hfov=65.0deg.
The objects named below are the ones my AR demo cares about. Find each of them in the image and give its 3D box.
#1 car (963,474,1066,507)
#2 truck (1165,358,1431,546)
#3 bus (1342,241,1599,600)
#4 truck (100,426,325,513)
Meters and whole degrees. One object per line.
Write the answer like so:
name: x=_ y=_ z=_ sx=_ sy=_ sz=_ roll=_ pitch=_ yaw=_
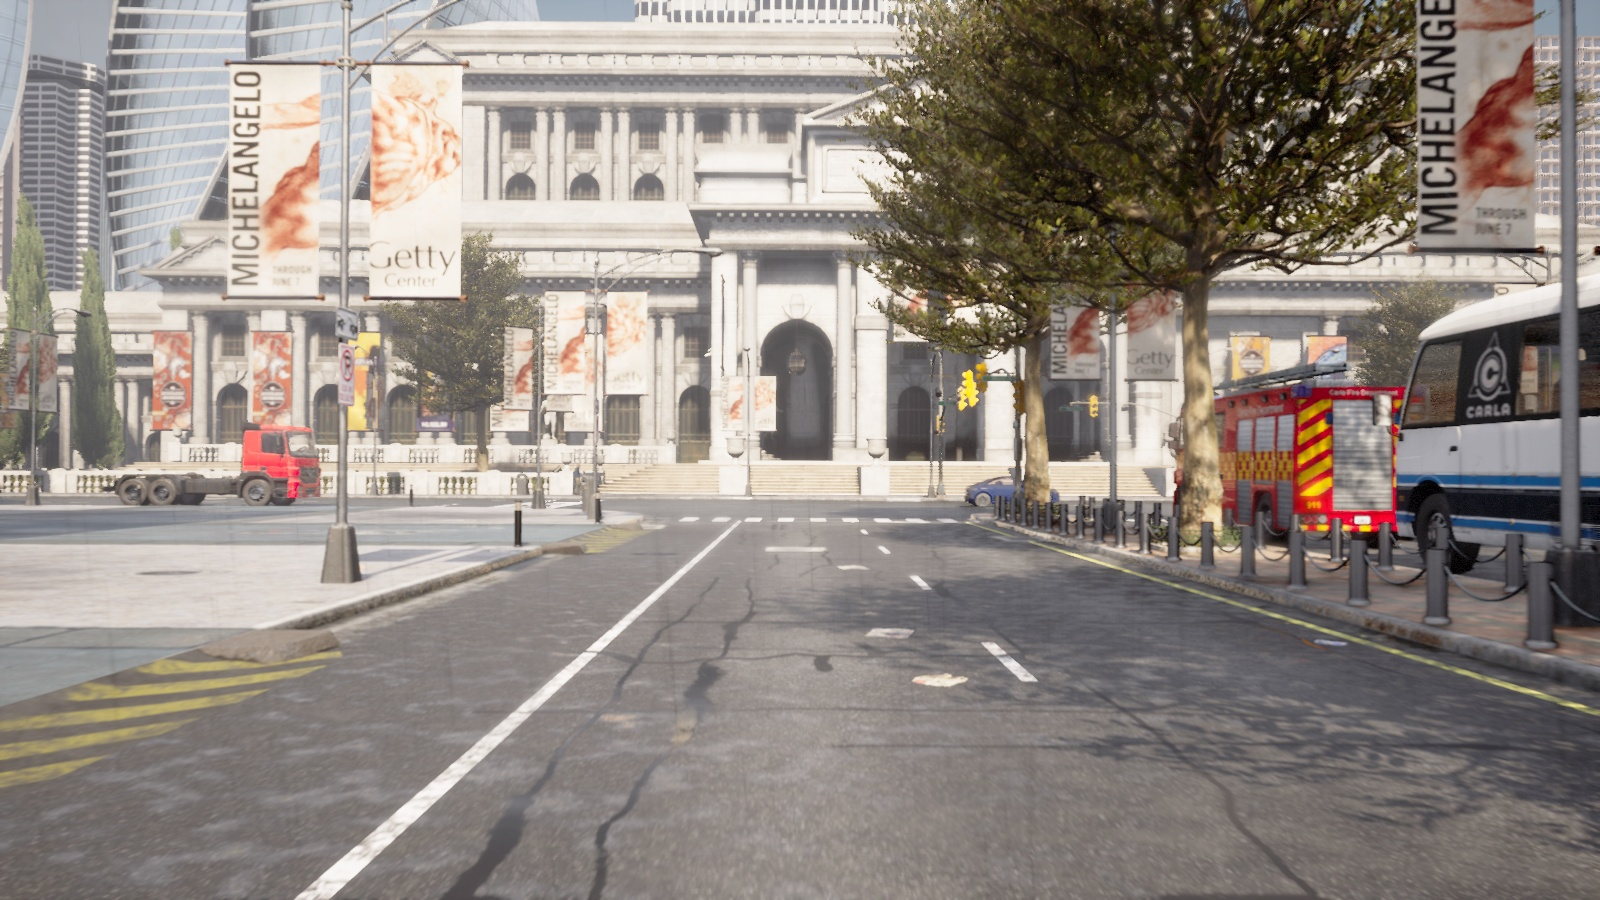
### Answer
car: x=9.444 y=1.770 z=55.486 sx=4.181 sy=1.385 sz=1.994 roll=0 pitch=-1 yaw=0
truck: x=11.377 y=0.104 z=29.819 sx=2.891 sy=3.827 sz=8.468 roll=0 pitch=-1 yaw=0
bus: x=11.454 y=-0.328 z=16.736 sx=3.944 sy=4.253 sz=10.273 roll=0 pitch=-1 yaw=0
truck: x=-24.209 y=0.801 z=52.048 sx=7.936 sy=3.462 sz=2.891 roll=0 pitch=-1 yaw=0
